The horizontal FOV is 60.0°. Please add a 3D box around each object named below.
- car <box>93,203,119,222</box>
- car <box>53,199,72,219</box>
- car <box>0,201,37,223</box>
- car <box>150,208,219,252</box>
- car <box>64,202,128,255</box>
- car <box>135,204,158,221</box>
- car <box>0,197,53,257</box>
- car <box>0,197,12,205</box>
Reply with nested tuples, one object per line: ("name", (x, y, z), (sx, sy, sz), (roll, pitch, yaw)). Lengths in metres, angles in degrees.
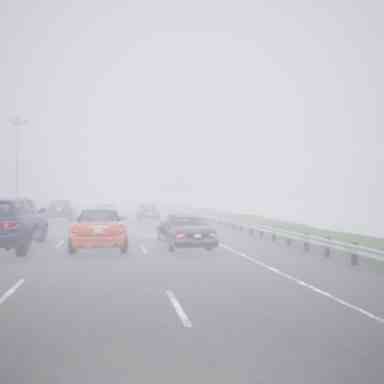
("car", (-7.356, 1.682, 28.610), (1.994, 1.385, 4.181), (1, 0, -13))
("car", (-10.712, 1.416, 27.599), (2.097, 1.767, 4.553), (1, -1, -13))
("car", (-14.168, 1.525, 27.001), (1.837, 1.490, 4.892), (1, 0, -13))
("car", (-0.379, 1.651, 14.560), (2.033, 1.411, 5.357), (1, 0, -13))
("car", (-3.799, 1.404, 13.832), (2.097, 1.767, 4.553), (1, -1, -13))
("car", (-3.963, 1.732, 29.467), (1.994, 1.385, 4.181), (1, 0, -13))
("car", (-7.187, 1.220, 12.956), (2.150, 2.045, 5.566), (1, 0, -13))
("car", (-34.036, 1.554, 60.143), (1.994, 1.385, 4.181), (1, 0, -19))
